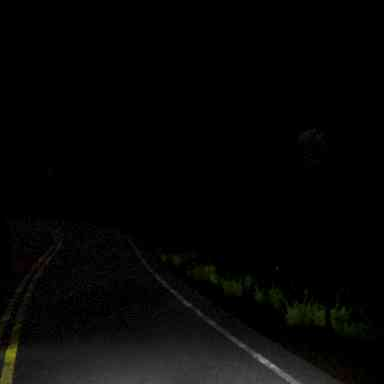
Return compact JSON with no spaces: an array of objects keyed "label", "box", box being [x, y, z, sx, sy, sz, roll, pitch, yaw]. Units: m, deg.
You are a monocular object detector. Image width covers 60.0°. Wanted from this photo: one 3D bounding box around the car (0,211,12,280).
[{"label":"car","box":[-5.354,1.319,7.174,2.150,2.045,5.566,-1,0,-22]}]
